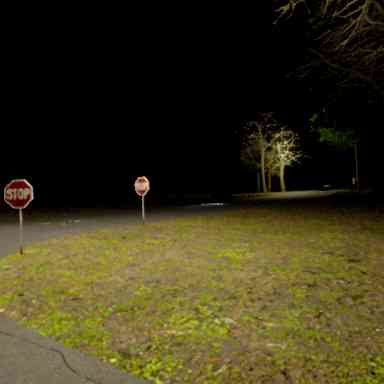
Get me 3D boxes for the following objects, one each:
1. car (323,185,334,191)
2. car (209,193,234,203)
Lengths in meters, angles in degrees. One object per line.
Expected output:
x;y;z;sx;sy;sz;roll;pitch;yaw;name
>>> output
33.481;-1.047;81.796;2.033;1.411;5.357;-3;1;32;car
3.971;0.798;44.714;1.994;1.385;4.181;-3;0;34;car
